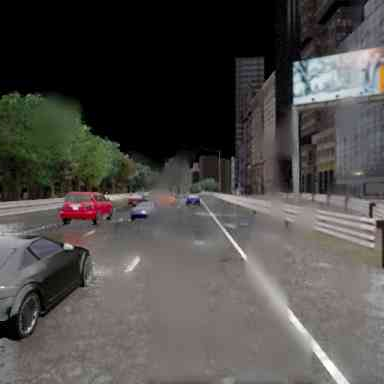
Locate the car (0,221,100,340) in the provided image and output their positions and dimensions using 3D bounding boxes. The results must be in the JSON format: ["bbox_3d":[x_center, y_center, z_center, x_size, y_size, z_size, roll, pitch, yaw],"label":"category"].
[{"bbox_3d":[-3.394,1.514,6.436,1.994,1.385,4.181,0,0,0],"label":"car"}]

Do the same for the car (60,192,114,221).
[{"bbox_3d":[-6.877,1.035,22.293,2.150,2.045,5.566,0,1,0],"label":"car"}]

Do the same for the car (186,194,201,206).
[{"bbox_3d":[0.150,1.081,45.452,1.882,1.535,5.008,0,0,0],"label":"car"}]

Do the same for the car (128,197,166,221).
[{"bbox_3d":[-3.376,1.350,25.223,1.994,1.385,4.181,0,1,0],"label":"car"}]

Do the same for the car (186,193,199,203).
[{"bbox_3d":[0.055,1.009,55.731,2.128,1.511,4.902,0,0,0],"label":"car"}]

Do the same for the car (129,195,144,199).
[{"bbox_3d":[-6.862,1.109,42.264,1.882,1.535,5.008,0,1,0],"label":"car"}]

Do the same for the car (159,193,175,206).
[{"bbox_3d":[-3.355,0.962,44.647,2.097,1.767,4.553,0,0,0],"label":"car"}]
